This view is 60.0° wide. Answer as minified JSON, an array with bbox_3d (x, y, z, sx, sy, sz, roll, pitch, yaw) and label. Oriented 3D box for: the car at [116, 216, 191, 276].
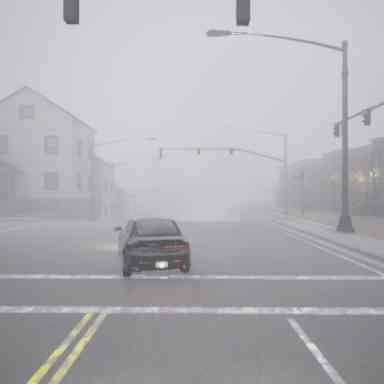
[{"bbox_3d":[-1.339,1.534,10.581,1.837,1.490,4.892,0,0,-14],"label":"car"}]
